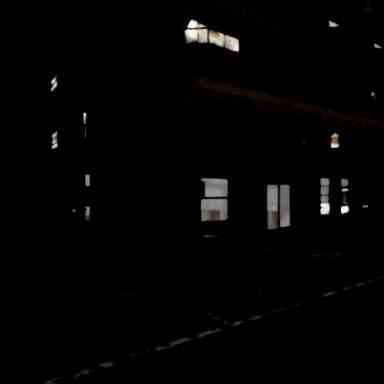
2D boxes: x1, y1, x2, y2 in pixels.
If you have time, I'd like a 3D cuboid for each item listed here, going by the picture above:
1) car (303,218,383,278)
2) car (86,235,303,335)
[{"bbox_3d":[4.676,1.543,9.899,4.206,1.307,1.802,0,0,-36],"label":"car"},{"bbox_3d":[0.078,1.566,6.618,4.206,1.307,1.802,0,0,-36],"label":"car"}]
